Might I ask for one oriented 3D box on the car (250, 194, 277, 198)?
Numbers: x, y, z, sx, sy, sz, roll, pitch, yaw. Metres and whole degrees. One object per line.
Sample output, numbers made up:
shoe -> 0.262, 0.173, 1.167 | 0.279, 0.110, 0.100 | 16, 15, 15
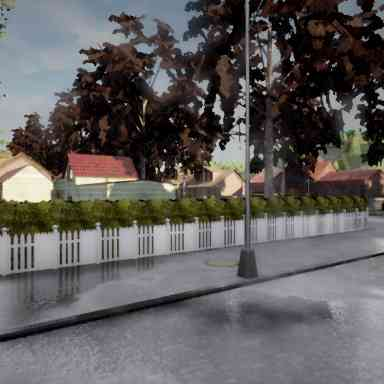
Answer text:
car -> 8.291, 1.221, 41.104 | 2.150, 2.045, 5.566 | 0, 0, -35
